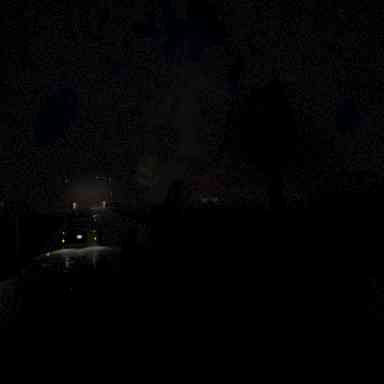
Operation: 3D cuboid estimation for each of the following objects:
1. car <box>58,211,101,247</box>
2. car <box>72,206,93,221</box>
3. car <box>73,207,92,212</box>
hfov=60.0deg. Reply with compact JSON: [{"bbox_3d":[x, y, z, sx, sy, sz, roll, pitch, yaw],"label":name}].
[{"bbox_3d":[-5.902,1.976,17.572,1.994,1.385,4.181,-3,0,-17],"label":"car"},{"bbox_3d":[-12.663,2.409,38.656,2.033,1.411,5.357,-3,0,-17],"label":"car"},{"bbox_3d":[-8.993,2.105,27.157,2.128,1.511,4.902,-3,0,-18],"label":"car"}]
